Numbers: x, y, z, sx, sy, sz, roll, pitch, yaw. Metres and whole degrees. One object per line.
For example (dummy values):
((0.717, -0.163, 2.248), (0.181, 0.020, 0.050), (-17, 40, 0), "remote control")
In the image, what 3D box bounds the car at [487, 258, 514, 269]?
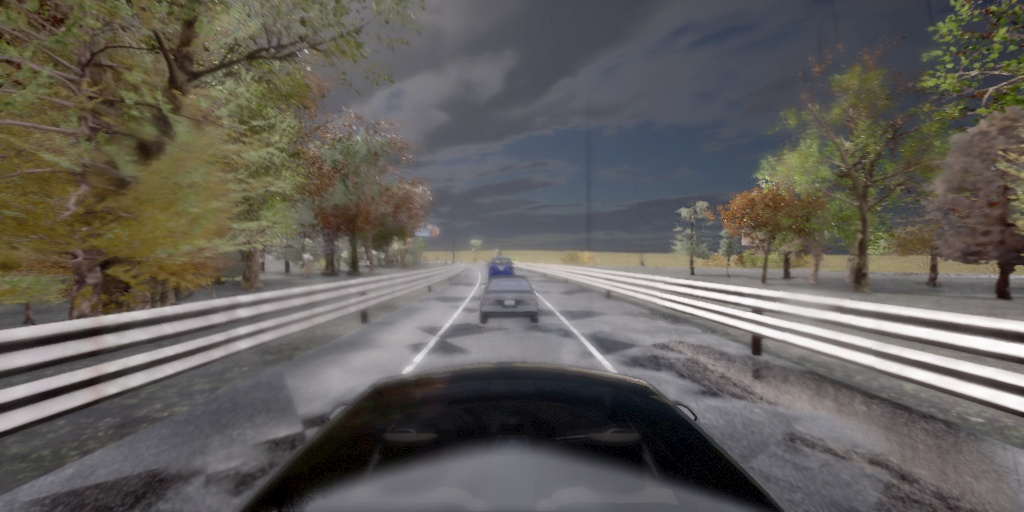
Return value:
((-0.994, 1.174, 31.287), (2.150, 2.045, 5.566), (0, -1, -4), "car")

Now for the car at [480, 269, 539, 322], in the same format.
((-0.117, 1.370, 12.543), (2.033, 1.411, 5.357), (0, 0, -1), "car")
